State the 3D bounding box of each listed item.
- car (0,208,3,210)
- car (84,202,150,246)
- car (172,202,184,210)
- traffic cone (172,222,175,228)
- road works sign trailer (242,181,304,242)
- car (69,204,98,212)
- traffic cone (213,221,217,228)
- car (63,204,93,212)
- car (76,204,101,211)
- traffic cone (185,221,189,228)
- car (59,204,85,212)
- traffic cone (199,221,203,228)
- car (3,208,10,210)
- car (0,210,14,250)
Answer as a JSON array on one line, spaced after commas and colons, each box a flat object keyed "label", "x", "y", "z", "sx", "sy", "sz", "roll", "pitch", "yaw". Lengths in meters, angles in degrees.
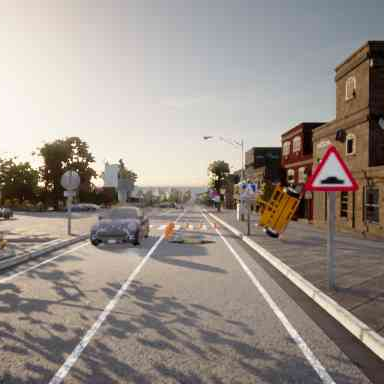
[{"label": "car", "x": -21.880, "y": 2.115, "z": 32.934, "sx": 4.674, "sy": 1.452, "sz": 2.002, "roll": 0, "pitch": -2, "yaw": 0}, {"label": "car", "x": -3.334, "y": 1.514, "z": 16.109, "sx": 2.097, "sy": 1.767, "sz": 4.553, "roll": 0, "pitch": -1, "yaw": 0}, {"label": "car", "x": -3.018, "y": 3.595, "z": 80.599, "sx": 2.128, "sy": 1.511, "sz": 4.902, "roll": 0, "pitch": -2, "yaw": 0}, {"label": "traffic cone", "x": -1.360, "y": 2.198, "z": 19.807, "sx": 0.340, "sy": 0.580, "sz": 0.340, "roll": 0, "pitch": -1, "yaw": 0}, {"label": "road works sign trailer", "x": 4.244, "y": 0.581, "z": 16.464, "sx": 2.880, "sy": 2.380, "sz": 3.560, "roll": 33, "pitch": 17, "yaw": 31}, {"label": "car", "x": -21.777, "y": 3.132, "z": 66.974, "sx": 5.008, "sy": 1.535, "sz": 2.097, "roll": 0, "pitch": -2, "yaw": 0}, {"label": "traffic cone", "x": 1.644, "y": 2.305, "z": 23.803, "sx": 0.340, "sy": 0.580, "sz": 0.340, "roll": 0, "pitch": -2, "yaw": 0}, {"label": "car", "x": -21.781, "y": 3.031, "z": 63.702, "sx": 4.892, "sy": 1.521, "sz": 2.231, "roll": 0, "pitch": -2, "yaw": 0}, {"label": "car", "x": -21.755, "y": 3.270, "z": 70.120, "sx": 4.674, "sy": 1.452, "sz": 2.002, "roll": 0, "pitch": -2, "yaw": 0}, {"label": "traffic cone", "x": -0.354, "y": 2.305, "z": 23.806, "sx": 0.340, "sy": 0.580, "sz": 0.340, "roll": 0, "pitch": -2, "yaw": 0}, {"label": "car", "x": -21.798, "y": 2.968, "z": 60.427, "sx": 4.674, "sy": 1.452, "sz": 2.002, "roll": 0, "pitch": -2, "yaw": 0}, {"label": "traffic cone", "x": 0.645, "y": 2.305, "z": 23.804, "sx": 0.340, "sy": 0.580, "sz": 0.340, "roll": 0, "pitch": -2, "yaw": 0}, {"label": "car", "x": -21.939, "y": 2.046, "z": 36.108, "sx": 4.553, "sy": 1.767, "sz": 2.185, "roll": 0, "pitch": -2, "yaw": 0}, {"label": "car", "x": -9.365, "y": 1.558, "z": 11.553, "sx": 5.366, "sy": 1.575, "sz": 1.946, "roll": 0, "pitch": -1, "yaw": 0}]
